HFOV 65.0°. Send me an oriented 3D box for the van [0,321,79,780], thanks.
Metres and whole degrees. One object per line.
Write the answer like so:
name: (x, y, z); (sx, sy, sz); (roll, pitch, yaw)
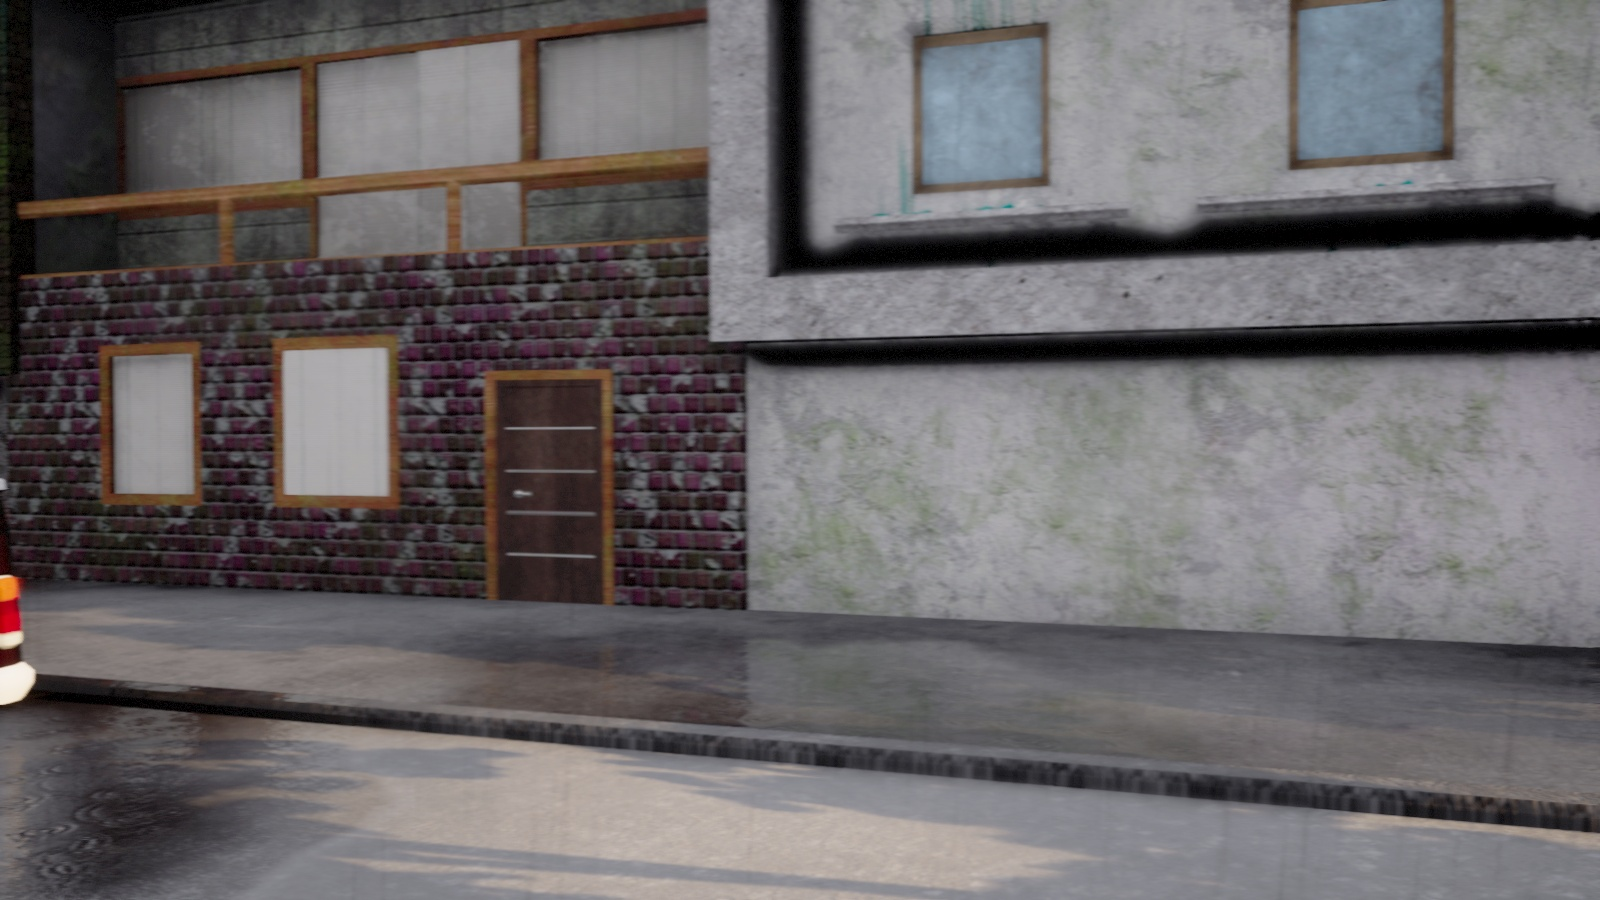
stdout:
van: (-5.879, 0.437, 5.692); (4.480, 2.038, 2.069); (1, 1, 19)
